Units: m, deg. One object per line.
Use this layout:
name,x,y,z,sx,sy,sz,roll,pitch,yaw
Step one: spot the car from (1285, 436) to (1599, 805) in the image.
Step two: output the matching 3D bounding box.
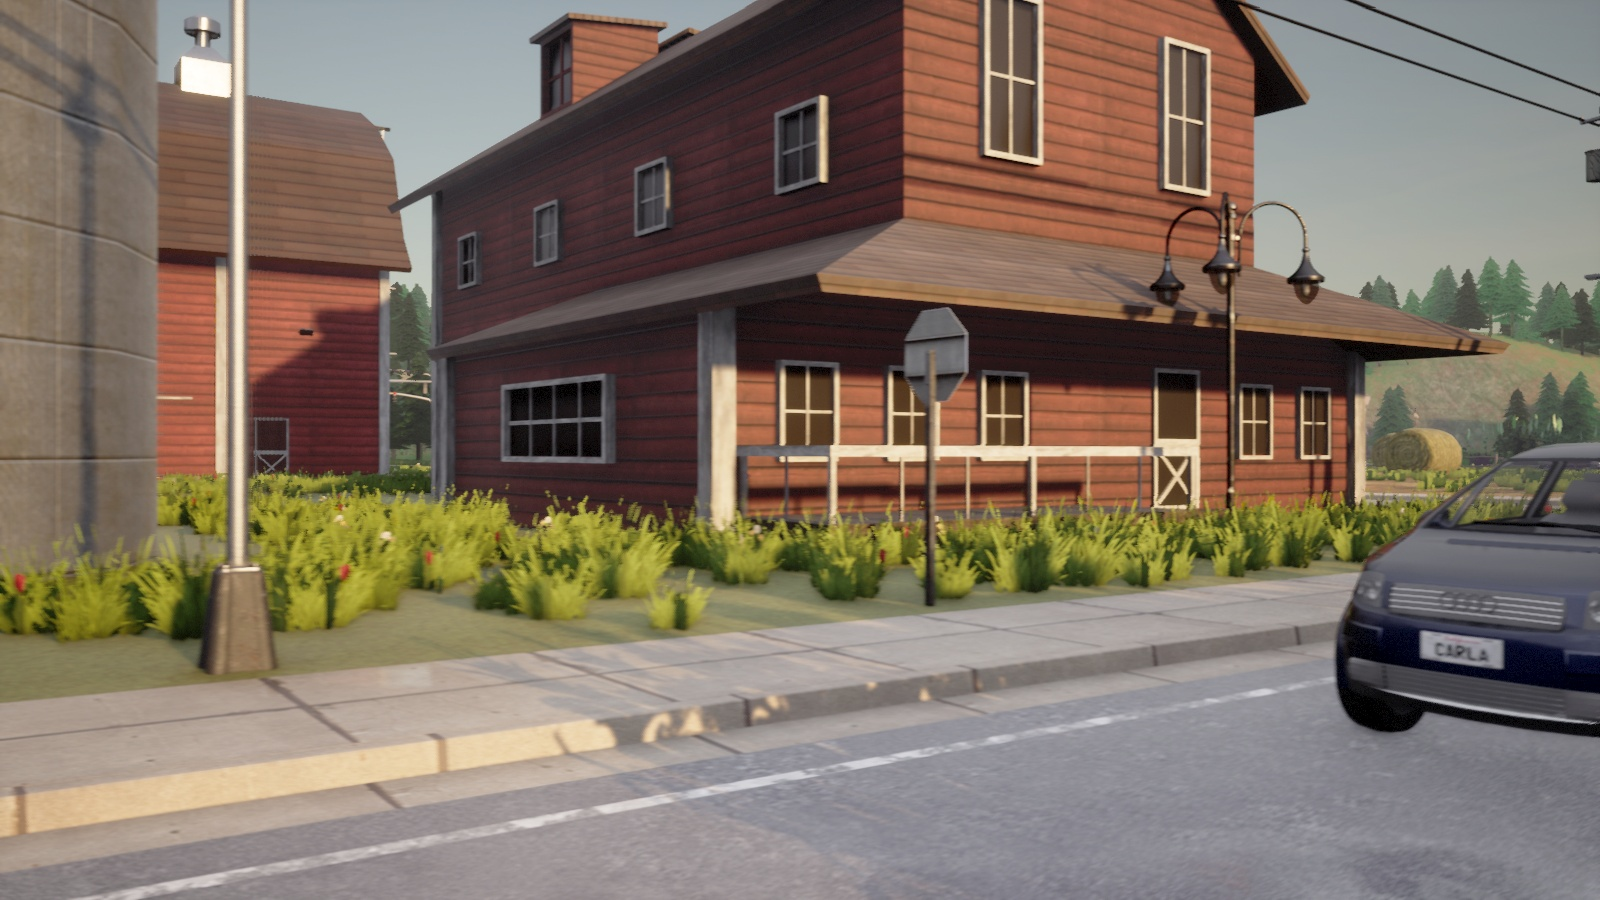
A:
car,4.544,0.716,6.823,3.705,1.549,1.789,0,0,-35
